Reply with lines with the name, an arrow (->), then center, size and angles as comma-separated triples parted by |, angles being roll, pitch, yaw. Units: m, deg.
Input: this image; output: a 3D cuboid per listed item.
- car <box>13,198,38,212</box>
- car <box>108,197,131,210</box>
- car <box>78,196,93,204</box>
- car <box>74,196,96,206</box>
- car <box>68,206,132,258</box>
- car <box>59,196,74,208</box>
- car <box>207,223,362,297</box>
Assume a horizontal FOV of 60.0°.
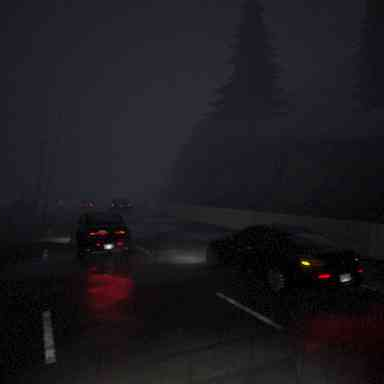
car -> -19.828, 1.481, 39.823 | 1.882, 1.535, 5.008 | 0, 0, -14
car -> -7.557, 1.389, 34.629 | 2.097, 1.767, 4.553 | 0, 0, -17
car -> -20.658, 1.572, 64.760 | 1.812, 1.442, 4.674 | 0, 0, -6
car -> -13.421, 1.579, 42.831 | 2.033, 1.411, 5.357 | 0, 0, -13
car -> -3.653, 1.516, 13.032 | 1.837, 1.490, 4.892 | 0, 0, -23
car -> -18.074, 1.380, 48.538 | 2.097, 1.767, 4.553 | 0, 0, -15
car -> 2.091, 1.549, 8.738 | 1.812, 1.442, 4.674 | 0, 0, -25
